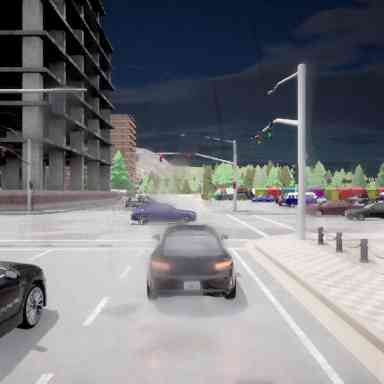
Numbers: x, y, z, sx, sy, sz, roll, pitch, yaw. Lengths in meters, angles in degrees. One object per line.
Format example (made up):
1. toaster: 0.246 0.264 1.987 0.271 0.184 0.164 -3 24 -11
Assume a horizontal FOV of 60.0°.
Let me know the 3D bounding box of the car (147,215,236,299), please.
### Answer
1. car: -0.032 1.526 8.308 1.812 1.442 4.674 0 0 -1

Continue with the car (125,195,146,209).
1. car: -7.968 1.526 45.675 1.812 1.442 4.674 0 0 0

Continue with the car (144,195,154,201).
1. car: -8.088 1.352 55.754 2.097 1.767 4.553 0 0 0

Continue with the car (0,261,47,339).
1. car: -3.488 1.492 4.029 2.128 1.511 4.902 0 0 0

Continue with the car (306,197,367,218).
1. car: 12.981 1.533 30.835 5.008 1.535 1.882 0 0 -1

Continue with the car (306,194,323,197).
1. car: 20.780 1.451 56.339 3.806 1.475 1.970 0 0 0

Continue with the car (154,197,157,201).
1. car: -8.168 1.601 66.639 1.895 1.301 4.718 0 0 0

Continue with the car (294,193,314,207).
1. car: 20.765 1.419 59.234 3.905 1.438 1.784 0 0 0

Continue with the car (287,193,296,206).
1. car: 20.700 1.209 61.917 4.605 1.855 1.932 0 0 0

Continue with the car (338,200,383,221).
1. car: 14.973 1.581 27.333 4.674 1.442 1.812 0 0 -1

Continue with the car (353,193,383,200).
1. car: 35.730 1.209 67.551 4.605 1.855 1.932 0 0 0

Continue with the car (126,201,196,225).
1. car: -2.007 1.552 23.497 4.674 1.442 1.812 0 0 -1
